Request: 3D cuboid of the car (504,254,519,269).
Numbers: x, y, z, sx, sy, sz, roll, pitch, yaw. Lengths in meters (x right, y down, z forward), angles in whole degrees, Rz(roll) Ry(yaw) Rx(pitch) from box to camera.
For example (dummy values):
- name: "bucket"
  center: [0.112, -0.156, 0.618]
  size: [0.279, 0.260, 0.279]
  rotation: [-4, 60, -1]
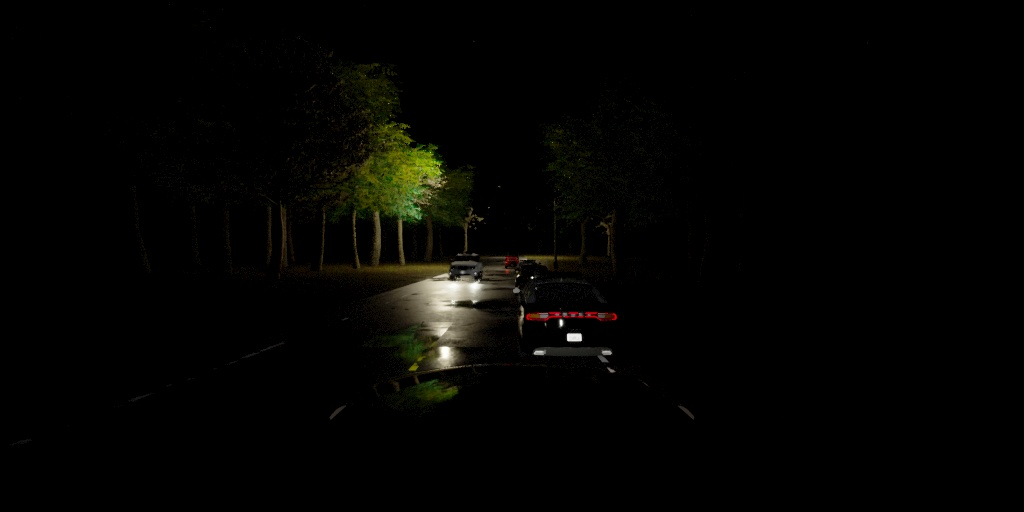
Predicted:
- name: "car"
  center: [0.060, 0.899, 47.254]
  size: [1.812, 1.442, 4.674]
  rotation: [0, 1, 1]

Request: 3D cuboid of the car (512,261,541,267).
- name: "car"
  center: [1.062, 1.199, 18.534]
  size: [1.837, 1.490, 4.892]
  rotation: [0, 0, 0]

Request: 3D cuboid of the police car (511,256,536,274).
- name: "police car"
  center: [1.066, 1.068, 24.645]
  size: [1.930, 1.638, 5.238]
  rotation: [0, 0, 0]

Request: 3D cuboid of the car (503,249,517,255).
- name: "car"
  center: [0.036, 0.290, 60.139]
  size: [2.150, 2.045, 5.566]
  rotation: [0, 2, 0]

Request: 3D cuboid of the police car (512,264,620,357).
- name: "police car"
  center: [1.056, 1.166, 8.645]
  size: [1.930, 1.638, 5.238]
  rotation: [0, 0, 0]

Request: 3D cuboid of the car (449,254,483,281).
- name: "car"
  center: [-3.583, 0.825, 28.800]
  size: [2.150, 2.045, 5.566]
  rotation: [0, 1, 0]
